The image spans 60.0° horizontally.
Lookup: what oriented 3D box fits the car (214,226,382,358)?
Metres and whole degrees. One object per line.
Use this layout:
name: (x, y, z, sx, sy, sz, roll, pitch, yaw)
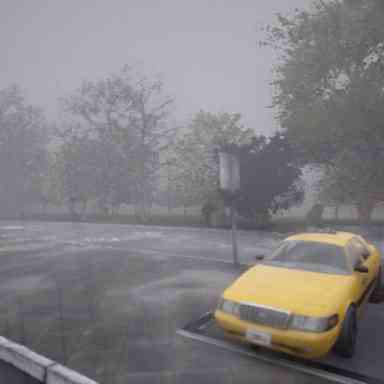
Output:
car: (2.380, 1.471, 6.346, 1.946, 1.575, 5.366, -1, 0, 36)
